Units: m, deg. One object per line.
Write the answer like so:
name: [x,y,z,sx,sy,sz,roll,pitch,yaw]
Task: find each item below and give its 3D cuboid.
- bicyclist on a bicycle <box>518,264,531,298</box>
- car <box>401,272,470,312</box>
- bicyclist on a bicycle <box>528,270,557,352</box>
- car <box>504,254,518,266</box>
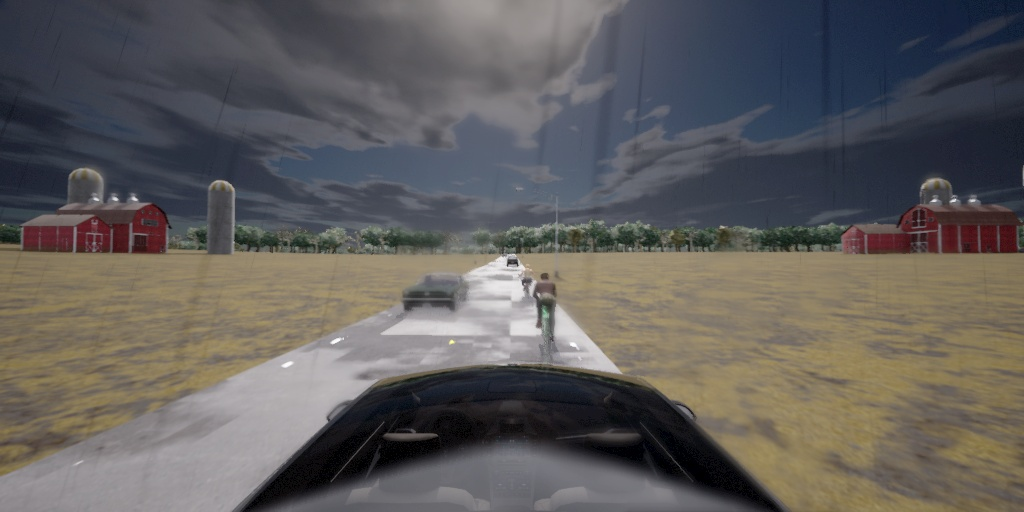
bicyclist on a bicycle: [0.738,1.165,17.060,0.866,1.612,1.509,0,0,0]
car: [-2.849,1.338,14.229,1.895,1.301,4.718,0,0,0]
bicyclist on a bicycle: [0.757,1.201,8.007,0.582,1.620,1.656,0,0,0]
car: [0.103,0.843,60.680,1.882,1.535,5.008,0,1,0]
